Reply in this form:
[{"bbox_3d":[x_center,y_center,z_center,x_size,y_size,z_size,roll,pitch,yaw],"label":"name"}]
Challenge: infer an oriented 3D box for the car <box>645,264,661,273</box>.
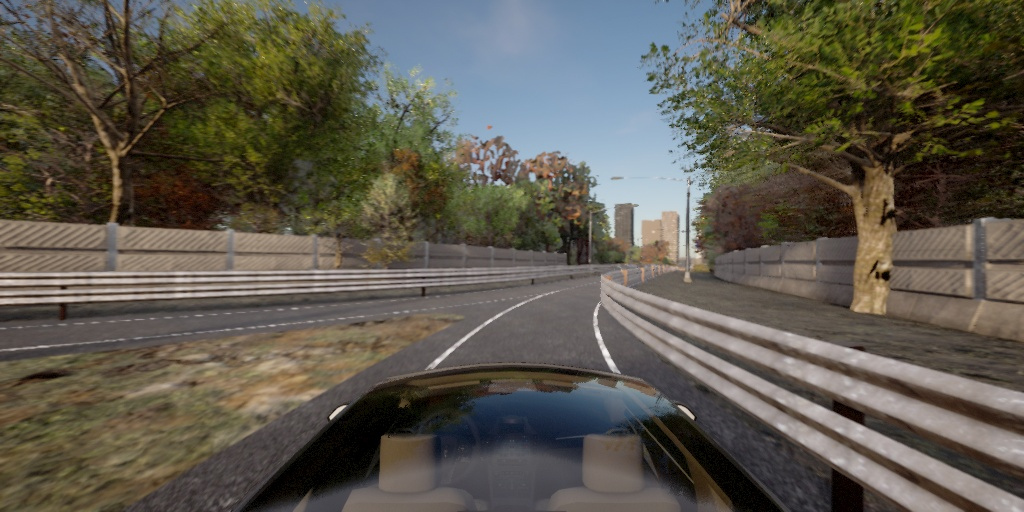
[{"bbox_3d":[23.716,2.129,60.894,1.882,1.535,5.008,1,-1,26],"label":"car"}]
